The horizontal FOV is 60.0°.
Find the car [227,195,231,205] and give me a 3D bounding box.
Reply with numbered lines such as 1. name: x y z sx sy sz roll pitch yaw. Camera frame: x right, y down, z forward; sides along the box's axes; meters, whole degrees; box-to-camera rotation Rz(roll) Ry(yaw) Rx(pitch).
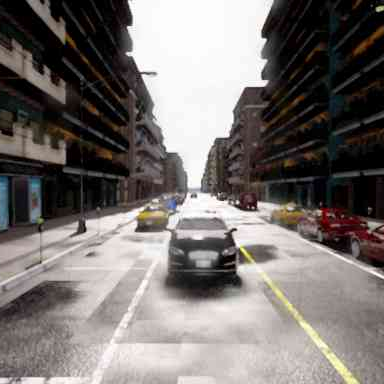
1. car: 6.101 1.193 43.160 2.008 1.369 4.403 0 0 0

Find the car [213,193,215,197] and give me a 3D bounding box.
1. car: 6.136 1.020 71.466 1.947 1.339 4.313 0 0 0

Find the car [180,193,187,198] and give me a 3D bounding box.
1. car: -2.223 0.943 88.488 1.802 1.307 4.206 0 0 0

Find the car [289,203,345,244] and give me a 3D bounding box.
1. car: 6.065 1.409 14.856 1.887 1.381 4.507 0 0 0

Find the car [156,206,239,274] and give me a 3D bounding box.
1. car: 0.273 1.396 10.251 2.128 1.511 4.902 0 1 0

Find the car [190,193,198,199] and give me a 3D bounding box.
1. car: 0.462 0.929 80.433 1.812 1.442 4.674 0 0 0

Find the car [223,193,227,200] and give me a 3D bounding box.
1. car: 6.108 1.152 48.821 2.008 1.369 4.403 0 0 0

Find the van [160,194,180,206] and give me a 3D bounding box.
1. van: -2.295 1.064 31.869 1.690 1.788 3.998 0 0 0

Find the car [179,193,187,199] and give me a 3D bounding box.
1. car: -2.230 0.972 82.827 1.802 1.307 4.206 0 0 0

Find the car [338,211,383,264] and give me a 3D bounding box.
1. car: 6.059 1.460 9.191 1.887 1.381 4.507 0 1 0

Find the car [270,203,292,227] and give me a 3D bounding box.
1. car: 6.072 1.339 20.684 1.752 1.417 4.829 0 0 0

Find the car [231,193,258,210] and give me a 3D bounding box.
1. car: 6.093 0.998 37.496 2.192 1.841 5.009 0 0 0

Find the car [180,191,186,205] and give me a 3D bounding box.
1. car: -2.273 1.040 48.855 1.967 1.590 4.097 0 0 0

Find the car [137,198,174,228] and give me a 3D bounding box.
1. car: -2.308 1.341 20.377 1.752 1.417 4.829 0 0 0

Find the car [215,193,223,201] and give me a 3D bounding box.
1. car: 6.129 0.929 65.806 1.967 1.590 4.097 0 0 0

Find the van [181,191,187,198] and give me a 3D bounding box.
1. van: -2.218 0.675 94.149 1.690 1.788 3.998 0 0 0
